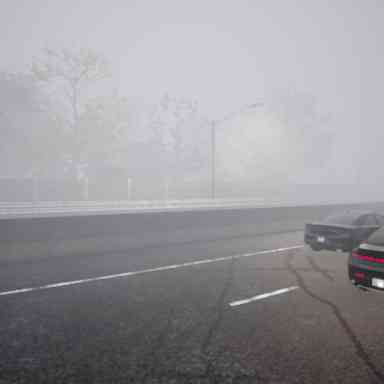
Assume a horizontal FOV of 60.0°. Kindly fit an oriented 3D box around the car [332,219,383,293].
[{"bbox_3d":[5.535,1.470,7.697,4.892,1.490,1.837,0,0,-36],"label":"car"}]

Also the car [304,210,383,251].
[{"bbox_3d":[6.331,1.429,12.562,5.008,1.535,1.882,0,0,-36],"label":"car"}]
